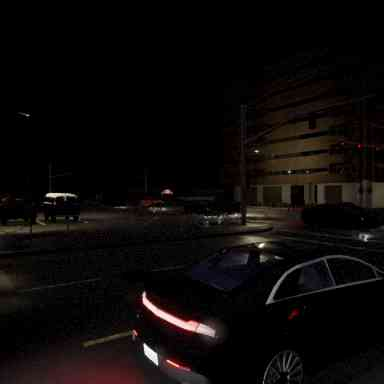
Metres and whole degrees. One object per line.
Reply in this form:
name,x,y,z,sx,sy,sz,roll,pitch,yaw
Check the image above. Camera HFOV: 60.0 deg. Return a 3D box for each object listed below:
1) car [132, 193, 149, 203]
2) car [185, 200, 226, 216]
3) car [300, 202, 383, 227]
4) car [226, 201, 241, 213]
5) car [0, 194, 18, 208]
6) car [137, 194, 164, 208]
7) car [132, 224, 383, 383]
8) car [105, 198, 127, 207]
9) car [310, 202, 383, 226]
car,-10.459,1.277,69.482,2.150,2.045,5.566,0,0,-34
car,0.980,1.581,33.769,1.812,1.442,4.674,0,0,-34
car,9.397,1.505,21.435,1.882,1.535,5.008,0,0,-34
car,3.865,1.618,35.749,1.994,1.385,4.181,0,0,-34
car,-31.448,1.209,56.535,1.932,1.855,4.605,0,0,-34
car,-6.060,1.533,50.311,1.882,1.535,5.008,0,0,-34
car,1.573,1.492,4.865,4.902,1.511,2.128,0,0,-34
car,-12.291,1.603,53.273,2.033,1.411,5.357,0,0,-34
car,11.444,1.541,24.646,1.837,1.490,4.892,0,-1,-34
